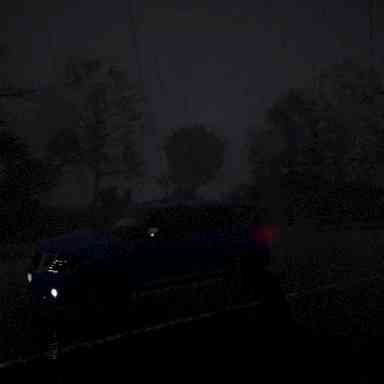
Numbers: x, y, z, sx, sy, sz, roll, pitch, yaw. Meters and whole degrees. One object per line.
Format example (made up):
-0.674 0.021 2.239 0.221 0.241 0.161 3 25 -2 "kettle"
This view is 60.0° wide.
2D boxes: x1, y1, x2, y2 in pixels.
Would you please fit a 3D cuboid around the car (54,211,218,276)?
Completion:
-1.728 1.491 11.024 5.008 1.535 1.882 1 0 -32 "car"

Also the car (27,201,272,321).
-0.643 1.235 7.608 5.566 2.045 2.150 1 0 -33 "car"
